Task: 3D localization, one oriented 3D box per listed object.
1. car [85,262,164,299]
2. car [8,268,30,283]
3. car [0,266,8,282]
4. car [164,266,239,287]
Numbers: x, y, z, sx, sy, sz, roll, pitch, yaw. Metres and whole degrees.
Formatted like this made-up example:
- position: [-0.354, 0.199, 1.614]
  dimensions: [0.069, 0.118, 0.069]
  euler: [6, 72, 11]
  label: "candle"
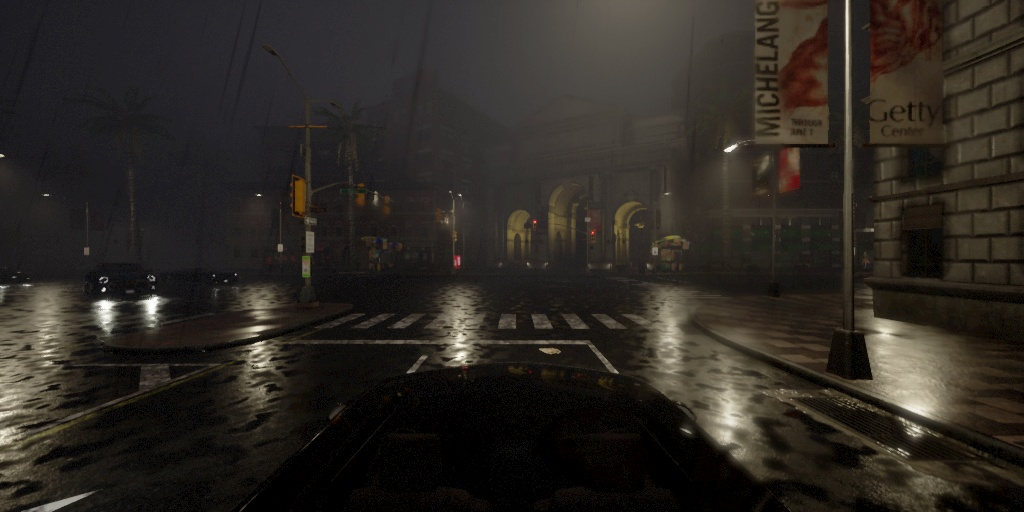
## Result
- position: [-19.837, 1.102, 18.200]
  dimensions: [4.553, 1.767, 2.097]
  euler: [0, 0, 35]
  label: "car"
- position: [-36.962, 1.314, 25.244]
  dimensions: [4.181, 1.385, 1.994]
  euler: [0, 0, 1]
  label: "car"
- position: [-34.475, 1.228, 21.714]
  dimensions: [5.008, 1.535, 1.882]
  euler: [0, 0, 1]
  label: "car"
- position: [-21.139, 1.351, 24.331]
  dimensions: [4.718, 1.301, 1.895]
  euler: [0, 0, 13]
  label: "car"
